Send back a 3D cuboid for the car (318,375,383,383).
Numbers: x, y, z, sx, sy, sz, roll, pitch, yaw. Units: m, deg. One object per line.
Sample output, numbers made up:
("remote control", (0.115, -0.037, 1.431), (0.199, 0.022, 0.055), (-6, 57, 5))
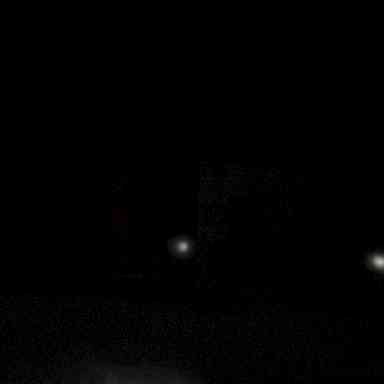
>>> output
("car", (2.998, 1.795, 2.032), (4.674, 1.442, 1.812), (2, -3, 5))
